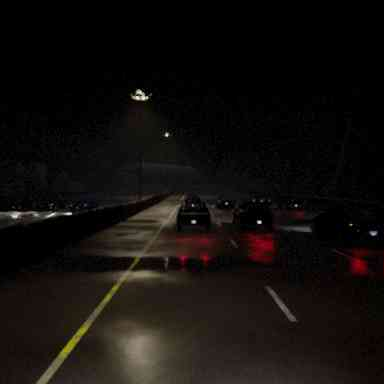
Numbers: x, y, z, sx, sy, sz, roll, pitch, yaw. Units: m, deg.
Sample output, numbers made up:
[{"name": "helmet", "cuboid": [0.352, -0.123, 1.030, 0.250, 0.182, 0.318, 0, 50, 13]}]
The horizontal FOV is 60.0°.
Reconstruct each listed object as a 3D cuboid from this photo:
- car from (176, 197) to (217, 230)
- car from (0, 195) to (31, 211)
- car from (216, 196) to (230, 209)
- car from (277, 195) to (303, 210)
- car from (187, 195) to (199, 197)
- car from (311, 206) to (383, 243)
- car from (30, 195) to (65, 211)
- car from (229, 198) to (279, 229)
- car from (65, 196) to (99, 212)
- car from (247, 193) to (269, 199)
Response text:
[{"name": "car", "cuboid": [0.098, 1.318, 19.848, 2.128, 1.511, 4.902, 0, 1, 0]}, {"name": "car", "cuboid": [-17.599, 1.125, 33.800, 1.837, 1.490, 4.892, 0, 1, 0]}, {"name": "car", "cuboid": [3.597, 1.133, 36.648, 1.994, 1.385, 4.181, 0, 1, 0]}, {"name": "car", "cuboid": [10.596, 1.082, 36.249, 1.837, 1.490, 4.892, 0, 1, 0]}, {"name": "car", "cuboid": [0.096, 1.081, 36.266, 1.837, 1.490, 4.892, 0, 1, 0]}, {"name": "car", "cuboid": [7.086, 1.405, 15.306, 1.812, 1.442, 4.674, 0, 1, 0]}, {"name": "car", "cuboid": [-14.100, 1.125, 33.801, 1.837, 1.490, 4.892, 0, 1, 0]}, {"name": "car", "cuboid": [3.598, 1.328, 20.163, 1.837, 1.490, 4.892, 0, 1, 0]}, {"name": "car", "cuboid": [-10.600, 1.159, 33.063, 1.812, 1.442, 4.674, 0, 1, 0]}, {"name": "car", "cuboid": [7.096, 0.936, 35.849, 2.097, 1.767, 4.553, 0, 1, 0]}]
